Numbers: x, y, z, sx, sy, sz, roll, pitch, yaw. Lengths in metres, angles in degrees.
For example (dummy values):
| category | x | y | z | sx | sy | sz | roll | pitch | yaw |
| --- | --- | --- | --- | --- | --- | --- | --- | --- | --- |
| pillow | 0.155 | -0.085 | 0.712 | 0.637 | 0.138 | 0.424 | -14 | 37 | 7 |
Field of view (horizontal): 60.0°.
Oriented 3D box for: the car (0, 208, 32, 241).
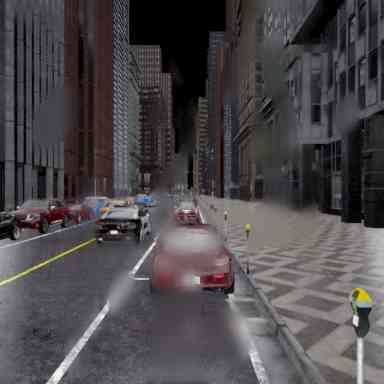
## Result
| category | x | y | z | sx | sy | sz | roll | pitch | yaw |
| --- | --- | --- | --- | --- | --- | --- | --- | --- | --- |
| car | -8.910 | 1.565 | 14.070 | 1.947 | 1.339 | 4.313 | 0 | 0 | 0 |

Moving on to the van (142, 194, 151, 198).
| category | x | y | z | sx | sy | sz | roll | pitch | yaw |
| --- | --- | --- | --- | --- | --- | --- | --- | --- | --- |
| van | -8.911 | 1.340 | 59.164 | 1.690 | 1.788 | 3.998 | 0 | 0 | 0 |

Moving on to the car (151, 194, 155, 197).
| category | x | y | z | sx | sy | sz | roll | pitch | yaw |
| --- | --- | --- | --- | --- | --- | --- | --- | --- | --- |
| car | -8.911 | 1.525 | 64.631 | 1.752 | 1.417 | 4.829 | 0 | 0 | 0 |

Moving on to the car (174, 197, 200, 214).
| category | x | y | z | sx | sy | sz | roll | pitch | yaw |
| --- | --- | --- | --- | --- | --- | --- | --- | --- | --- |
| car | -0.386 | 1.439 | 25.353 | 1.967 | 1.590 | 4.097 | 0 | 0 | 0 |

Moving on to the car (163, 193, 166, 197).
| category | x | y | z | sx | sy | sz | roll | pitch | yaw |
| --- | --- | --- | --- | --- | --- | --- | --- | --- | --- |
| car | -8.912 | 1.323 | 87.347 | 2.192 | 1.841 | 5.009 | 0 | 0 | 0 |

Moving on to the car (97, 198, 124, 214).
| category | x | y | z | sx | sy | sz | roll | pitch | yaw |
| --- | --- | --- | --- | --- | --- | --- | --- | --- | --- |
| car | -8.911 | 1.439 | 36.617 | 1.967 | 1.590 | 4.097 | 0 | 0 | 0 |

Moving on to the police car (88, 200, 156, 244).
| category | x | y | z | sx | sy | sz | roll | pitch | yaw |
| --- | --- | --- | --- | --- | --- | --- | --- | --- | --- |
| police car | -3.144 | 1.424 | 16.026 | 1.930 | 1.638 | 5.238 | 0 | 0 | 0 |

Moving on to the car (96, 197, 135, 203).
| category | x | y | z | sx | sy | sz | roll | pitch | yaw |
| --- | --- | --- | --- | --- | --- | --- | --- | --- | --- |
| car | -6.244 | 1.476 | 27.275 | 1.882 | 1.535 | 5.008 | 0 | 0 | 0 |

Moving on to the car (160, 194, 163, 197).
| category | x | y | z | sx | sy | sz | roll | pitch | yaw |
| --- | --- | --- | --- | --- | --- | --- | --- | --- | --- |
| car | -8.911 | 1.446 | 81.710 | 1.967 | 1.590 | 4.097 | 0 | 0 | 0 |

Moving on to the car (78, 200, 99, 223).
| category | x | y | z | sx | sy | sz | roll | pitch | yaw |
| --- | --- | --- | --- | --- | --- | --- | --- | --- | --- |
| car | -8.910 | 1.544 | 25.344 | 1.887 | 1.381 | 4.507 | 0 | 0 | 0 |

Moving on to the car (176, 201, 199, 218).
| category | x | y | z | sx | sy | sz | roll | pitch | yaw |
| --- | --- | --- | --- | --- | --- | --- | --- | --- | --- |
| car | -0.385 | 1.565 | 30.990 | 1.947 | 1.339 | 4.313 | 0 | 0 | 0 |

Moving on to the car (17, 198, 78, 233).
| category | x | y | z | sx | sy | sz | roll | pitch | yaw |
| --- | --- | --- | --- | --- | --- | --- | --- | --- | --- |
| car | -8.911 | 1.314 | 19.706 | 2.192 | 1.841 | 5.009 | 0 | 0 | 0 |

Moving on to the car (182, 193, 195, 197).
| category | x | y | z | sx | sy | sz | roll | pitch | yaw |
| --- | --- | --- | --- | --- | --- | --- | --- | --- | --- |
| car | -0.386 | 1.314 | 36.627 | 2.192 | 1.841 | 5.009 | 0 | 0 | 0 |

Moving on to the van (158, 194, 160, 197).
| category | x | y | z | sx | sy | sz | roll | pitch | yaw |
| --- | --- | --- | --- | --- | --- | --- | --- | --- | --- |
| van | -8.911 | 1.344 | 76.073 | 1.690 | 1.788 | 3.998 | 0 | 0 | 0 |

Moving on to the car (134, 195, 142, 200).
| category | x | y | z | sx | sy | sz | roll | pitch | yaw |
| --- | --- | --- | --- | --- | --- | --- | --- | --- | --- |
| car | -8.911 | 1.439 | 47.891 | 1.967 | 1.590 | 4.097 | 0 | 0 | 0 |

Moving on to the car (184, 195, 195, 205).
| category | x | y | z | sx | sy | sz | roll | pitch | yaw |
| --- | --- | --- | --- | --- | --- | --- | --- | --- | --- |
| car | -0.386 | 1.439 | 59.171 | 1.967 | 1.590 | 4.097 | 0 | 0 | 0 |

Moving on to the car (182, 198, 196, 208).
| category | x | y | z | sx | sy | sz | roll | pitch | yaw |
| --- | --- | --- | --- | --- | --- | --- | --- | --- | --- |
| car | -0.385 | 1.564 | 47.899 | 1.947 | 1.339 | 4.313 | 0 | 0 | 0 |

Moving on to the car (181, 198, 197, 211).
| category | x | y | z | sx | sy | sz | roll | pitch | yaw |
| --- | --- | --- | --- | --- | --- | --- | --- | --- | --- |
| car | -0.385 | 1.543 | 42.263 | 1.887 | 1.381 | 4.507 | 0 | 0 | 0 |

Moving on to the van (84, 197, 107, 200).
| category | x | y | z | sx | sy | sz | roll | pitch | yaw |
| --- | --- | --- | --- | --- | --- | --- | --- | --- | --- |
| van | -8.911 | 1.340 | 30.980 | 1.690 | 1.788 | 3.998 | 0 | 0 | 0 |

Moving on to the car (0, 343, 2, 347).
| category | x | y | z | sx | sy | sz | roll | pitch | yaw |
| --- | --- | --- | --- | --- | --- | --- | --- | --- | --- |
| car | -3.052 | 1.601 | 1.566 | 1.895 | 1.301 | 4.718 | 0 | 0 | 0 |

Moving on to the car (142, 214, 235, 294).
| category | x | y | z | sx | sy | sz | roll | pitch | yaw |
| --- | --- | --- | --- | --- | --- | --- | --- | --- | --- |
| car | 0.003 | 1.525 | 8.651 | 1.812 | 1.442 | 4.674 | 0 | 0 | 0 |

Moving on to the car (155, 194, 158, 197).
| category | x | y | z | sx | sy | sz | roll | pitch | yaw |
| --- | --- | --- | --- | --- | --- | --- | --- | --- | --- |
| car | -8.911 | 1.552 | 70.437 | 2.008 | 1.369 | 4.403 | 0 | 0 | 0 |

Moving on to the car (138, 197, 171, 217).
| category | x | y | z | sx | sy | sz | roll | pitch | yaw |
| --- | --- | --- | --- | --- | --- | --- | --- | --- | --- |
| car | -3.061 | 1.491 | 28.181 | 2.128 | 1.511 | 4.902 | 0 | 0 | 0 |
